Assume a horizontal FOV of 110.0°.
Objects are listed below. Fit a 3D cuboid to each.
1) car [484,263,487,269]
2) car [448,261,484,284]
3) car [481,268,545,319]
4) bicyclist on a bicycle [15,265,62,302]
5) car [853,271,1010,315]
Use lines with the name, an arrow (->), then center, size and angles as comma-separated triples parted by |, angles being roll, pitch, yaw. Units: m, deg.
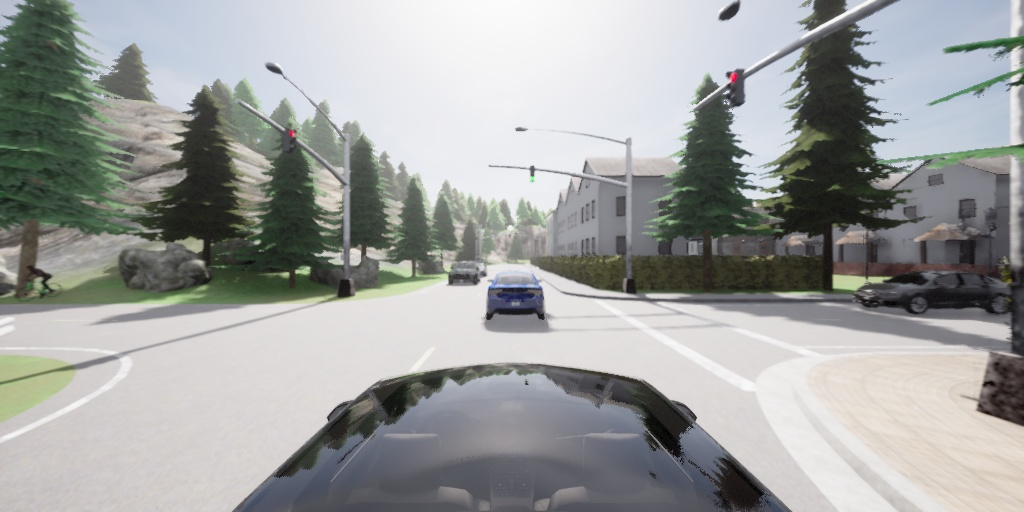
car -> -3.563, 1.435, 38.160 | 2.033, 1.411, 5.357 | 0, 0, 0
car -> -3.581, 1.200, 27.701 | 2.097, 1.767, 4.553 | 0, 0, 0
car -> 0.108, 1.280, 13.159 | 1.882, 1.535, 5.008 | 0, 0, 0
bicyclist on a bicycle -> -21.870, 1.219, 16.539 | 0.582, 1.620, 1.656 | -2, 6, 0
car -> 15.676, 1.318, 13.429 | 4.892, 1.490, 1.837 | 0, 0, 0
